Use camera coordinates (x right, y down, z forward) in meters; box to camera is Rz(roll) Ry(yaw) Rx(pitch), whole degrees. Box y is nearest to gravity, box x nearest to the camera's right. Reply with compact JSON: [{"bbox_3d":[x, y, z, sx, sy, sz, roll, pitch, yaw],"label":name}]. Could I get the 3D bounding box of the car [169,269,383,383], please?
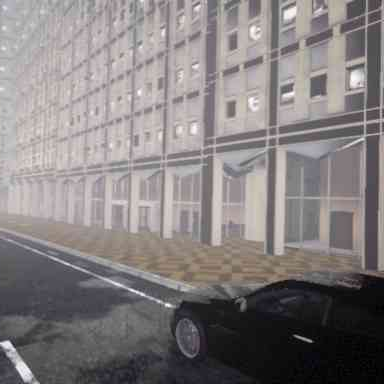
[{"bbox_3d":[1.622,1.725,4.195,1.812,1.442,4.674,3,-3,-40],"label":"car"}]
